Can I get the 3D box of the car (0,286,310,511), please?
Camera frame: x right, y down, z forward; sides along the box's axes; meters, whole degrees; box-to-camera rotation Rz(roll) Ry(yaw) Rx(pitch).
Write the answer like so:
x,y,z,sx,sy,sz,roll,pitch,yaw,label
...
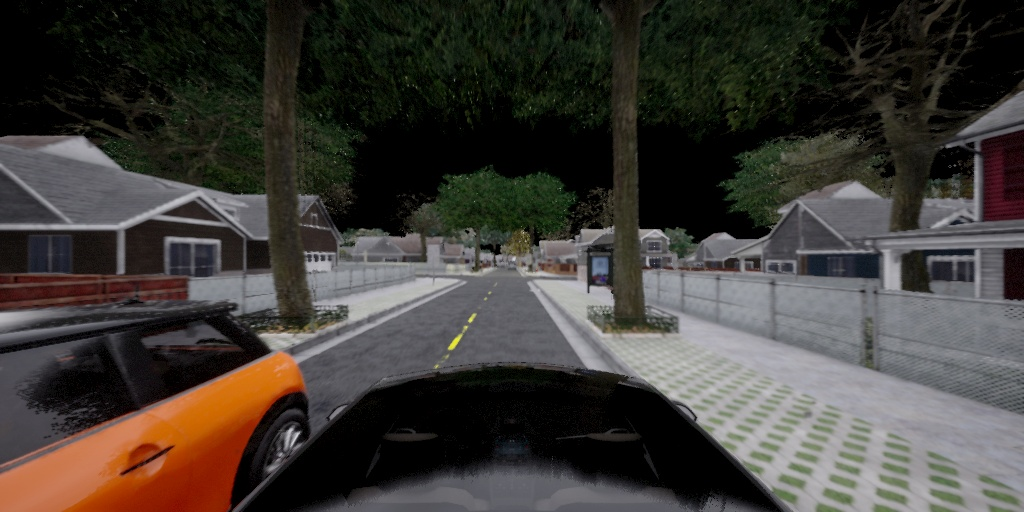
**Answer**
x,y,z,sx,sy,sz,roll,pitch,yaw,label
-2.850,1.097,1.291,2.097,1.767,4.553,0,-1,0,car
